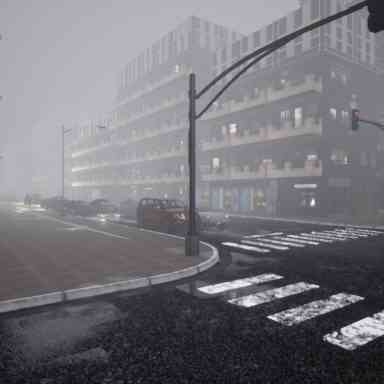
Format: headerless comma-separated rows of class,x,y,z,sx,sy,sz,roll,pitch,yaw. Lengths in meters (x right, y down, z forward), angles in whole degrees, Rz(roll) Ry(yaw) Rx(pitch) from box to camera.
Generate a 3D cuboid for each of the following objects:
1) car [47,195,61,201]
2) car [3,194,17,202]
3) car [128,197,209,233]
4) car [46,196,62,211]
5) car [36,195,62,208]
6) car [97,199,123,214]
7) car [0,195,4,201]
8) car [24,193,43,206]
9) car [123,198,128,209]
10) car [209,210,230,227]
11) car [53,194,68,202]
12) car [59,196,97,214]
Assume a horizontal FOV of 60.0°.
car,-31.234,1.378,75.086,2.008,1.369,4.403,0,0,-36
car,-38.029,1.411,70.181,1.802,1.307,4.206,0,0,-36
car,-1.552,1.263,19.663,2.192,1.841,5.009,0,0,-36
car,-14.817,1.450,38.034,1.947,1.339,4.313,0,0,-36
car,-18.134,1.436,42.628,1.947,1.339,4.313,0,0,-36
car,-9.328,1.424,34.870,1.812,1.442,4.674,0,0,-36
car,-41.345,1.269,74.773,1.967,1.590,4.097,0,0,-36
car,-24.764,1.161,51.811,2.192,1.841,5.009,0,0,-36
car,-8.023,1.464,42.941,1.802,1.307,4.206,0,0,-36
car,0.285,1.547,21.536,1.895,1.301,4.718,0,0,-36
car,-27.919,1.268,70.495,1.967,1.590,4.097,0,0,-36
car,-11.501,1.444,33.441,1.887,1.381,4.507,0,0,-36
